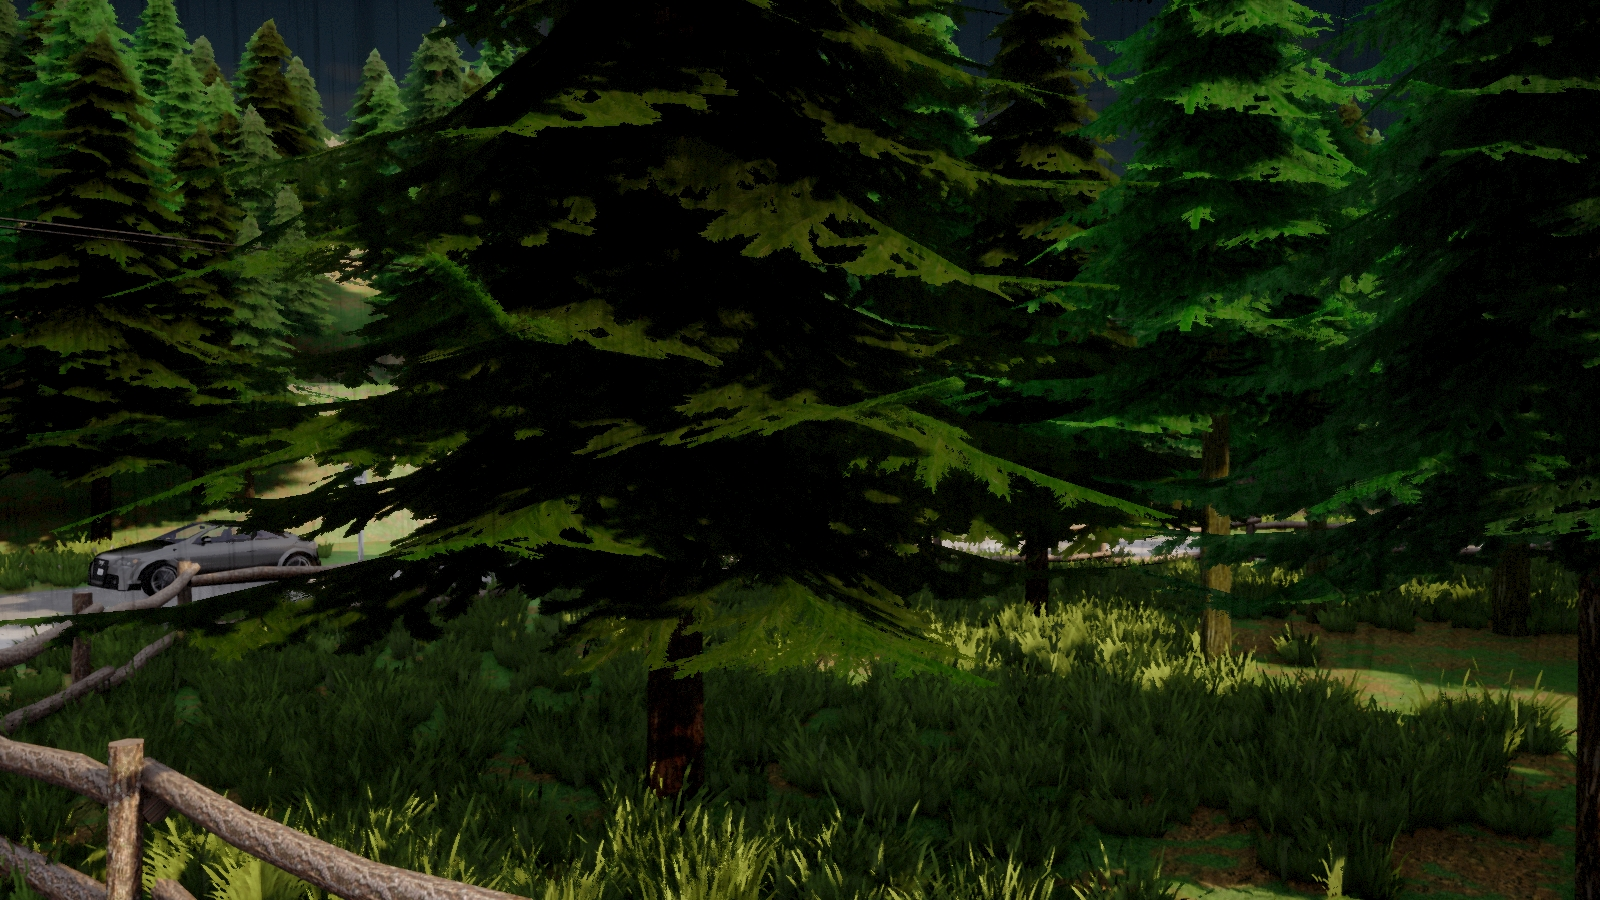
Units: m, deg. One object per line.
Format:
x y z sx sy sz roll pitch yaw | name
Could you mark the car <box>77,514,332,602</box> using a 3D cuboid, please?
-12.055 2.119 23.321 1.994 1.385 4.181 0 0 41 | car
